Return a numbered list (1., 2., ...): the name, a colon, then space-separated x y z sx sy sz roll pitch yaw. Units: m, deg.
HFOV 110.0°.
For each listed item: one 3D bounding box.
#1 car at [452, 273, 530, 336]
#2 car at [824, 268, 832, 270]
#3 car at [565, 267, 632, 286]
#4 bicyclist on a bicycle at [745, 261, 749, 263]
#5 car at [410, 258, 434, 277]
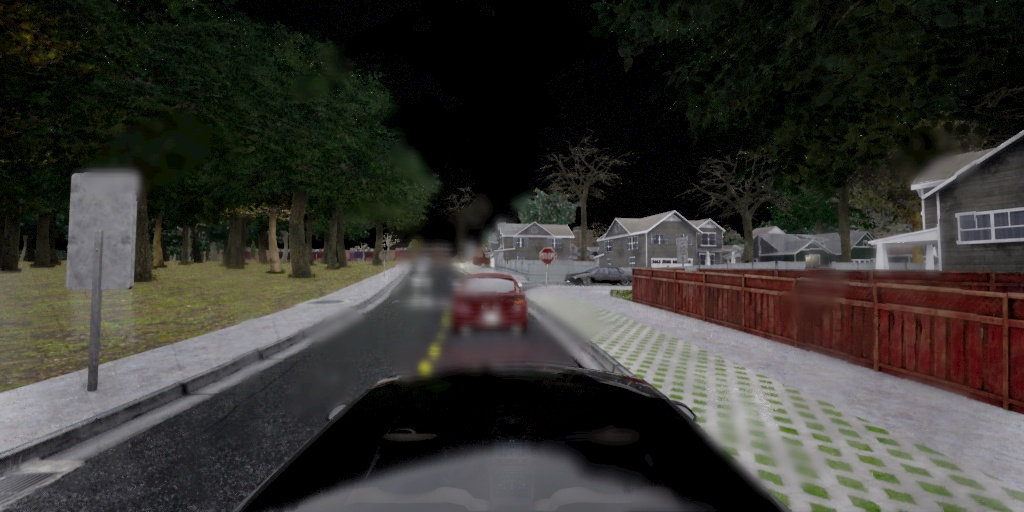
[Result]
1. car: -0.665 1.226 10.458 1.882 1.535 5.008 0 0 -5
2. car: 25.769 1.662 27.969 4.892 1.490 1.837 1 -3 -13
3. car: 6.714 1.495 26.600 5.357 1.411 2.033 1 -3 -13
4. bicyclist on a bicycle: 14.919 1.128 22.496 0.582 1.620 1.656 1 -3 -13
5. car: -8.426 1.105 33.576 2.128 1.511 4.902 1 0 -13
